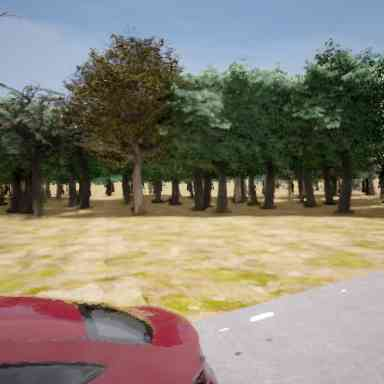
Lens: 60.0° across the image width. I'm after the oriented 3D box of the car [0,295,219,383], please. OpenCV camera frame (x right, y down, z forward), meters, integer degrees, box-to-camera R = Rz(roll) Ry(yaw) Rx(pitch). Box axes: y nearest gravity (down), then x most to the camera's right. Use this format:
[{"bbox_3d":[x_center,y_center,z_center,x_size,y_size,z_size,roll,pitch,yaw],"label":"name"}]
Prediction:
[{"bbox_3d":[-1.933,1.522,1.951,4.674,1.442,1.812,0,0,-35],"label":"car"}]
